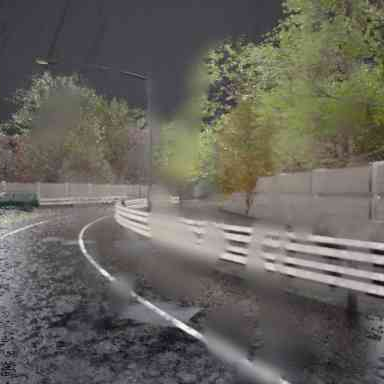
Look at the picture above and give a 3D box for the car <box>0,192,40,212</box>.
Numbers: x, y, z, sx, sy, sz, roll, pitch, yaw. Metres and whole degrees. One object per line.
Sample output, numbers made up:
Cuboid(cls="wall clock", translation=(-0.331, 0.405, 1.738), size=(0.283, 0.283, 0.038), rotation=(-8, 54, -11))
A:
Cuboid(cls="car", translation=(-18.448, 1.019, 33.653), size=(2.150, 2.045, 5.566), rotation=(0, 0, 45))
